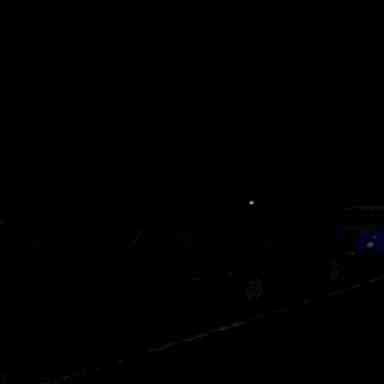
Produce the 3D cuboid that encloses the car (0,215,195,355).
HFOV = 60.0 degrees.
[{"bbox_3d":[-2.678,1.314,4.743,5.009,1.841,2.192,0,0,-35],"label":"car"}]

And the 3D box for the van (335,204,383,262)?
[{"bbox_3d":[6.506,1.316,11.283,3.998,1.788,1.690,0,0,-35],"label":"van"}]

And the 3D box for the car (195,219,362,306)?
[{"bbox_3d":[1.915,1.532,8.013,4.507,1.381,1.887,0,0,-35],"label":"car"}]
